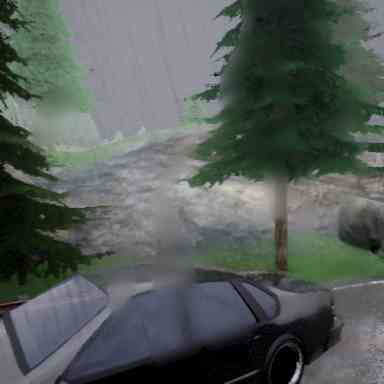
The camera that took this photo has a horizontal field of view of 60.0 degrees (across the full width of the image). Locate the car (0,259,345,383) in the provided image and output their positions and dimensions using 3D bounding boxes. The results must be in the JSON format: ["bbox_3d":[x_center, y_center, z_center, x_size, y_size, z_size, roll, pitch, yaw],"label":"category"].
[{"bbox_3d":[-0.569,1.546,3.605,5.357,1.411,2.033,0,0,-34],"label":"car"}]
